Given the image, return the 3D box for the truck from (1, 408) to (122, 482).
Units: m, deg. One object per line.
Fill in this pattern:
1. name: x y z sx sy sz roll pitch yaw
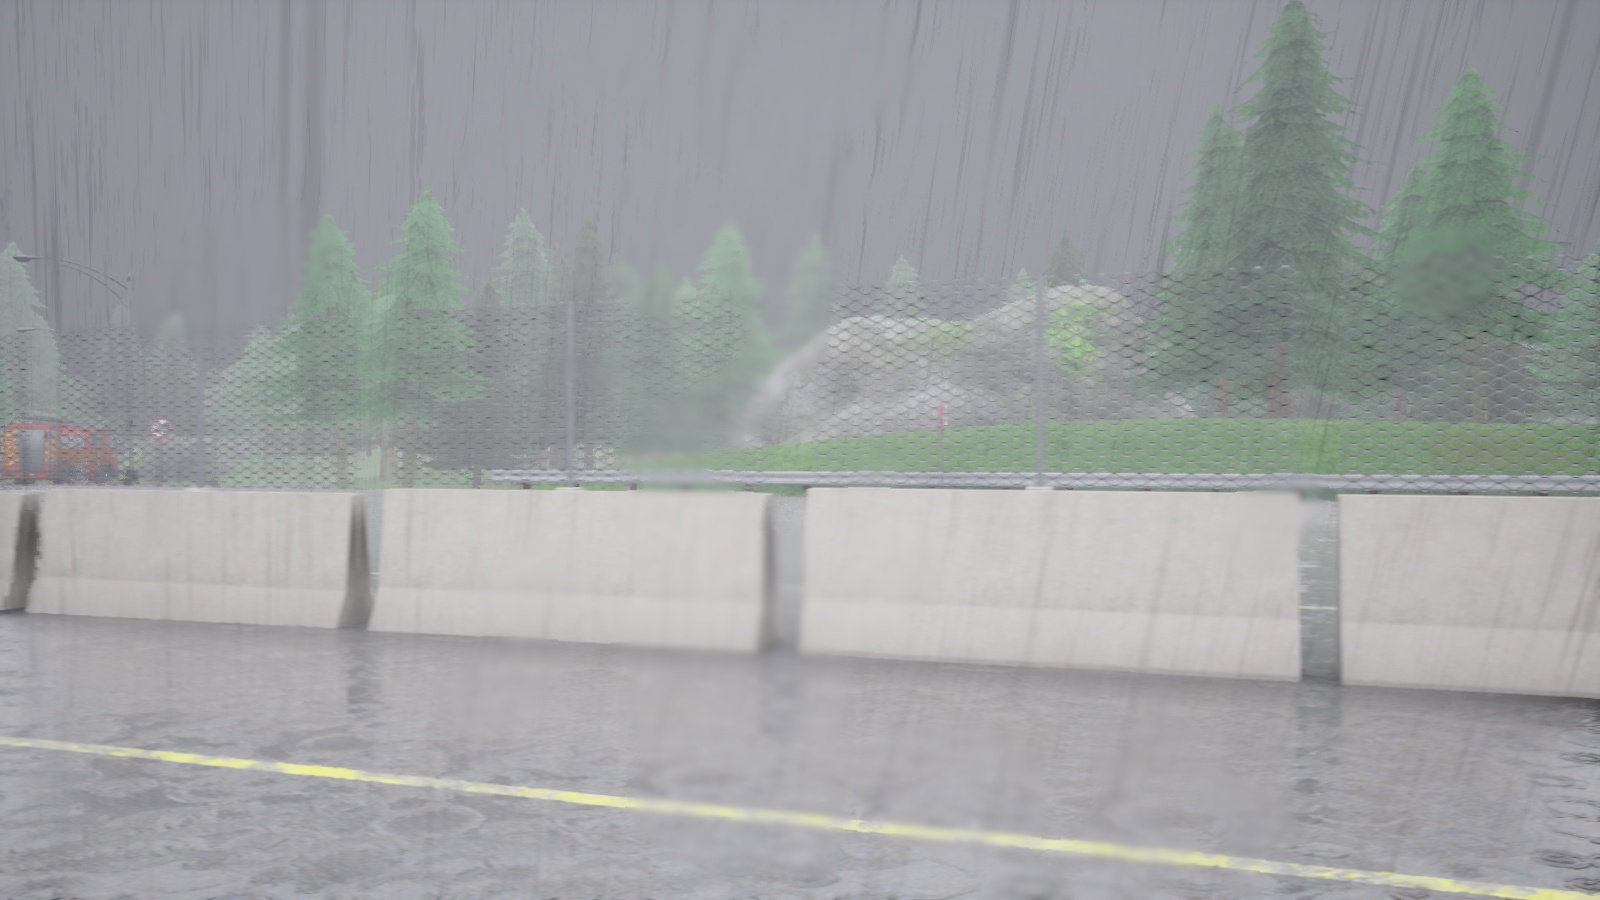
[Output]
1. truck: -41.752 -0.158 71.356 2.891 3.827 8.468 0 -2 -9
